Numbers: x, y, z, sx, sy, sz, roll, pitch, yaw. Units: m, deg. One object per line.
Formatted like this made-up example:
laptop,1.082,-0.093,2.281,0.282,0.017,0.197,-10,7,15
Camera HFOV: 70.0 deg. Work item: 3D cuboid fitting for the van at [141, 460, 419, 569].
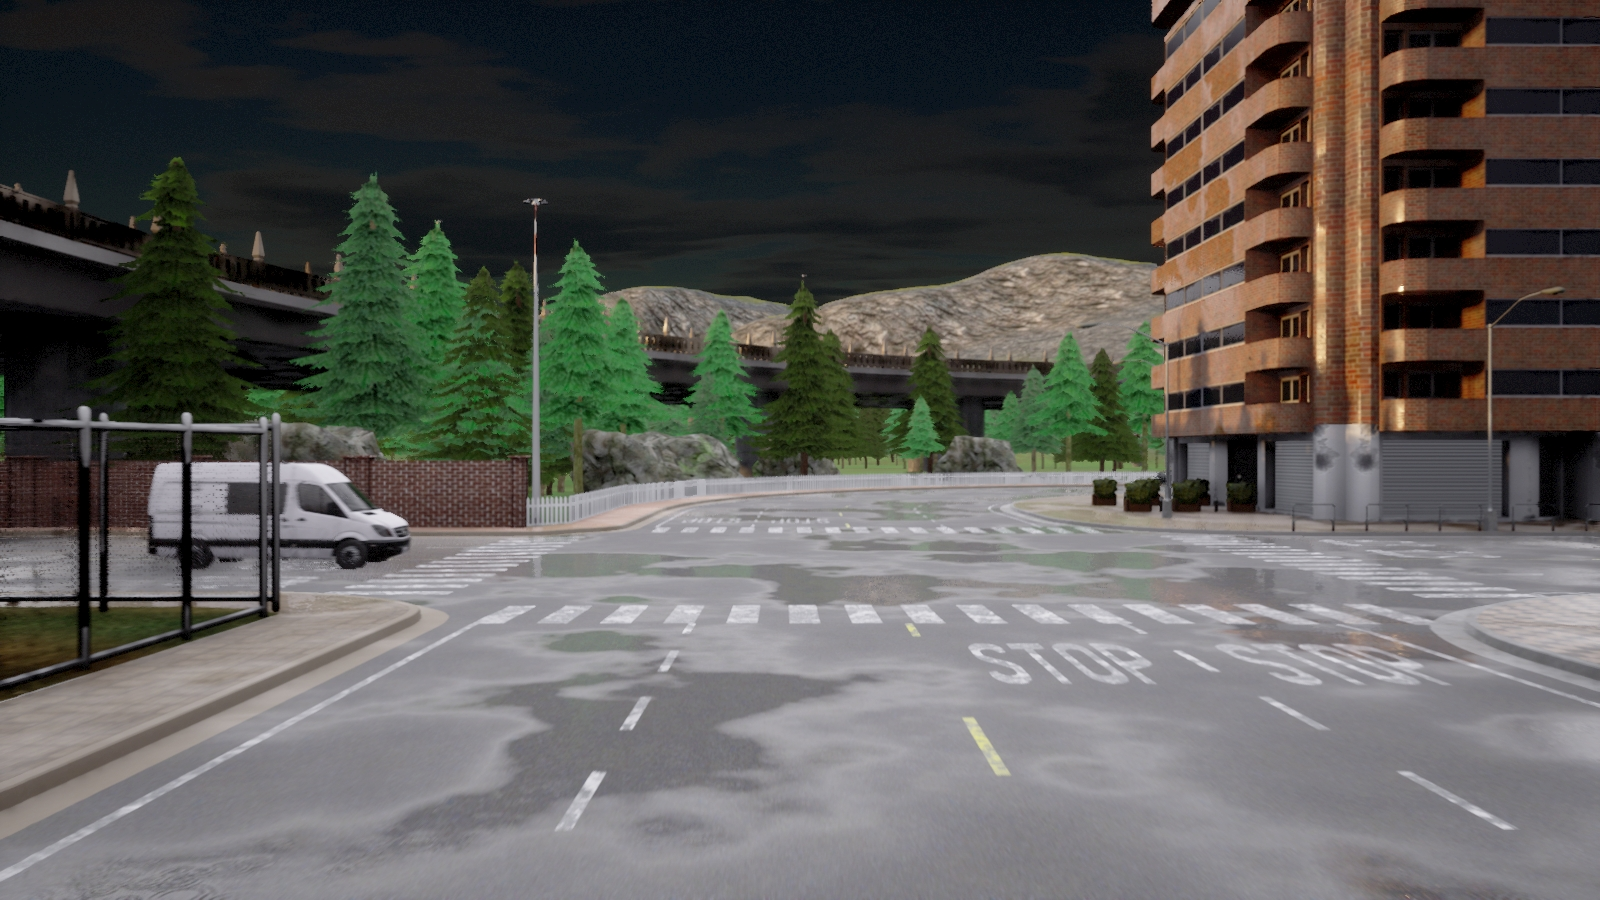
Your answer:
van,-12.675,1.533,28.125,5.915,2.561,1.988,0,0,-1
